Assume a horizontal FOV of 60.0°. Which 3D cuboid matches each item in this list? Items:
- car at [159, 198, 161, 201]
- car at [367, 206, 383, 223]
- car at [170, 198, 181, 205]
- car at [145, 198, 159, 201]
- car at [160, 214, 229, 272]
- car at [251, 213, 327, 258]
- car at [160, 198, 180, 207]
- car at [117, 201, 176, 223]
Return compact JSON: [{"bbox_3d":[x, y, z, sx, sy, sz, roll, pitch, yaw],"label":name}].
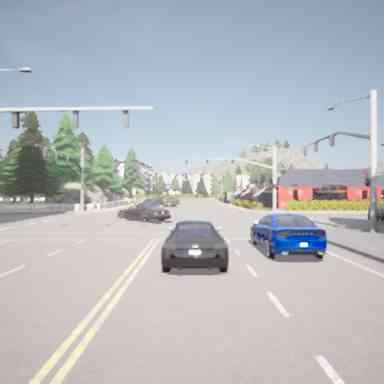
[{"bbox_3d":[-6.992,1.917,70.975,1.882,1.535,5.008,0,0,0],"label":"car"},{"bbox_3d":[15.417,1.622,24.438,4.674,1.442,1.812,0,-1,0],"label":"car"},{"bbox_3d":[-3.492,1.980,71.086,2.033,1.411,5.357,0,0,0],"label":"car"},{"bbox_3d":[-7.052,1.848,55.338,1.837,1.490,4.892,0,-1,0],"label":"car"},{"bbox_3d":[0.088,1.632,11.053,1.994,1.385,4.181,0,-1,0],"label":"car"},{"bbox_3d":[3.592,1.560,13.130,1.882,1.535,5.008,0,0,0],"label":"car"},{"bbox_3d":[-3.554,1.835,55.479,2.128,1.511,4.902,0,0,0],"label":"car"},{"bbox_3d":[-4.052,1.699,27.512,2.033,1.411,5.357,1,-1,-45],"label":"car"}]
